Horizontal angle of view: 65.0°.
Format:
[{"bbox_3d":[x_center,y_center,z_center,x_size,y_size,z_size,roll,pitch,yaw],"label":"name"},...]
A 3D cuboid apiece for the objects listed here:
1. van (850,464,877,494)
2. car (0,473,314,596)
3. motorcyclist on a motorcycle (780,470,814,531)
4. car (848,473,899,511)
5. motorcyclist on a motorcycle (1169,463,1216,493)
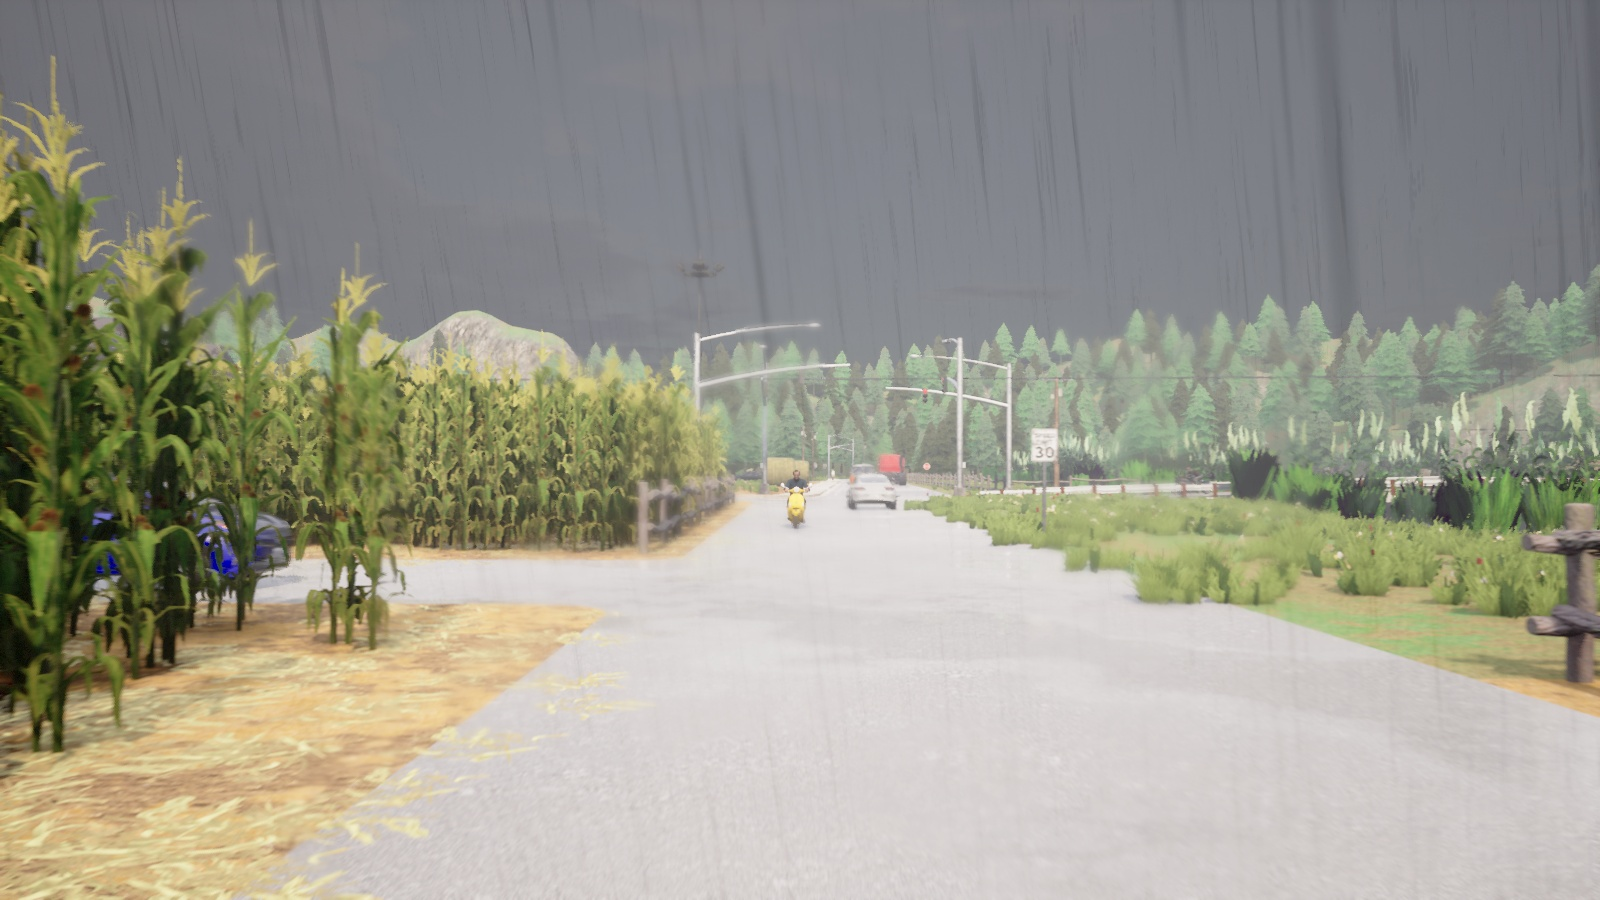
[{"bbox_3d":[4.312,1.942,85.250,1.775,1.987,4.442,0,-1,3],"label":"van"},{"bbox_3d":[-9.101,1.077,16.678,4.514,1.525,2.007,0,-1,0],"label":"car"},{"bbox_3d":[-0.083,1.335,33.842,0.866,1.590,1.817,0,-1,0],"label":"motorcyclist on a motorcycle"},{"bbox_3d":[2.973,1.694,51.693,1.812,1.442,4.674,0,-1,0],"label":"car"},{"bbox_3d":[21.354,1.538,68.343,2.191,1.530,0.866,-3,-1,5],"label":"motorcyclist on a motorcycle"}]
